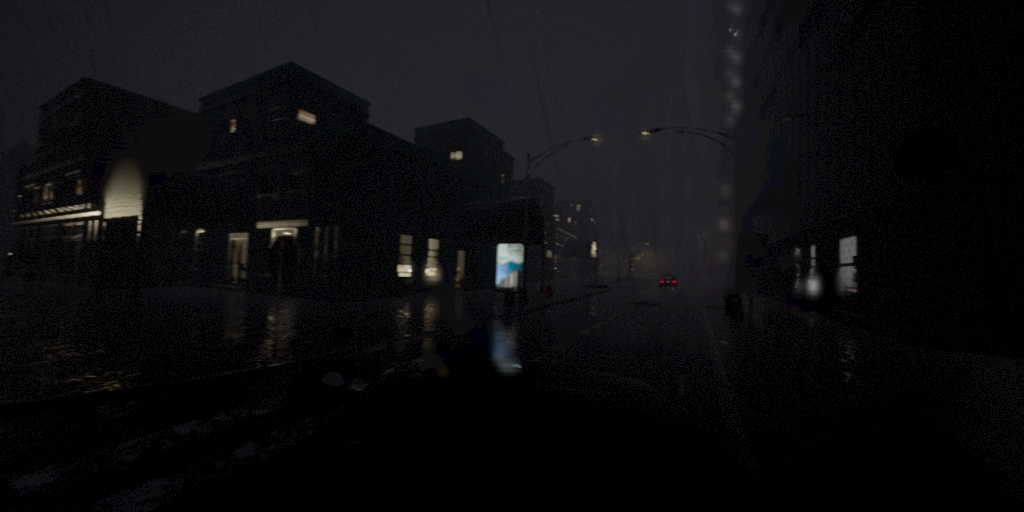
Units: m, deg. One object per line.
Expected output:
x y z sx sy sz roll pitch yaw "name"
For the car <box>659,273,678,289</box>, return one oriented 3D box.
17.283 2.814 39.657 2.033 1.411 5.357 1 -2 24 "car"
